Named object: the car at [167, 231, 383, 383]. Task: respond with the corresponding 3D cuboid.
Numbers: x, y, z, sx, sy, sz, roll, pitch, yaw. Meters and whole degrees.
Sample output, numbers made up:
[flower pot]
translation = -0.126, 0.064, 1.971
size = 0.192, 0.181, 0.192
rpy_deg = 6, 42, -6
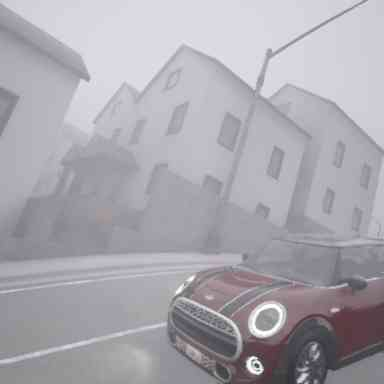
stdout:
[car]
translation = 1.888, 1.487, 5.294
size = 4.553, 1.767, 2.097
rpy_deg = 5, -3, -35
